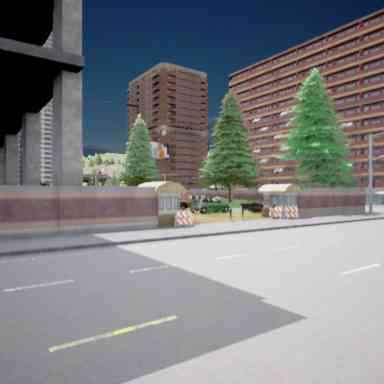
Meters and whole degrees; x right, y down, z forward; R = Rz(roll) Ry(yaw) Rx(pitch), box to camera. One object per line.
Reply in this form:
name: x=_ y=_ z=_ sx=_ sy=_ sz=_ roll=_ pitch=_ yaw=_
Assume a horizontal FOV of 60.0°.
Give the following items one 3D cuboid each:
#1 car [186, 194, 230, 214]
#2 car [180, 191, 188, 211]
car: x=1.814 y=1.285 z=32.408 sx=3.988 sy=1.617 sz=1.851 roll=0 pitch=0 yaw=-35
car: x=-0.219 y=1.116 z=36.455 sx=4.605 sy=1.855 sz=1.932 roll=0 pitch=0 yaw=-35
